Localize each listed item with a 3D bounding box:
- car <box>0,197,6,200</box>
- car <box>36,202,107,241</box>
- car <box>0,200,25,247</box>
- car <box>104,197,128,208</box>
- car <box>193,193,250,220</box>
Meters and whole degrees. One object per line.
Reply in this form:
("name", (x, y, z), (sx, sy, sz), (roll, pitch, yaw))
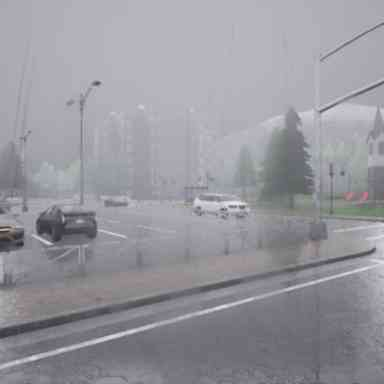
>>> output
("car", (-21.193, 1.357, 36.714), (1.845, 1.501, 3.633), (0, 0, -36))
("car", (-5.932, 1.322, 15.622), (2.007, 1.523, 4.514), (0, 0, -36))
("car", (-8.444, 1.326, 13.741), (2.152, 1.636, 5.027), (0, 0, -36))
("car", (-10.477, 1.401, 45.661), (1.882, 1.535, 5.008), (0, 0, -36))
("car", (2.351, 1.143, 28.146), (2.150, 2.045, 5.566), (0, 0, -36))
